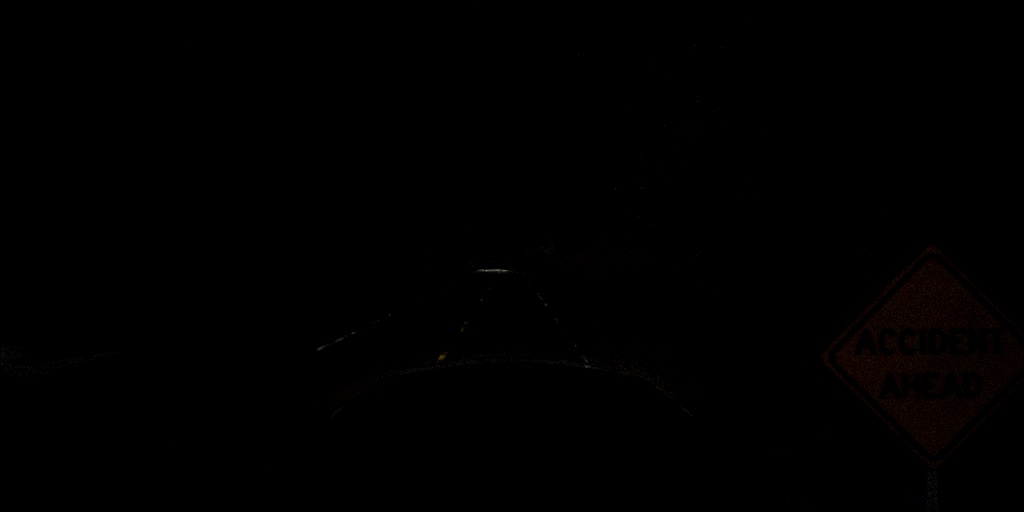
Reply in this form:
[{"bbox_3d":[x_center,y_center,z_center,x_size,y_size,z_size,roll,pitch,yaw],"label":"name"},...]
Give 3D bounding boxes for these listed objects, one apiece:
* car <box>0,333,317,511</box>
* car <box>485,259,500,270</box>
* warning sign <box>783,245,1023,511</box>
[{"bbox_3d":[-2.849,1.275,1.803,1.812,1.442,4.674,0,0,0],"label":"car"},{"bbox_3d":[-2.796,1.150,52.526,1.882,1.535,5.008,0,0,0],"label":"car"},{"bbox_3d":[2.450,0.866,2.121,1.300,1.860,1.060,0,0,0],"label":"warning sign"}]
